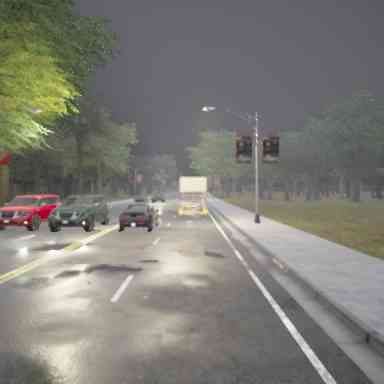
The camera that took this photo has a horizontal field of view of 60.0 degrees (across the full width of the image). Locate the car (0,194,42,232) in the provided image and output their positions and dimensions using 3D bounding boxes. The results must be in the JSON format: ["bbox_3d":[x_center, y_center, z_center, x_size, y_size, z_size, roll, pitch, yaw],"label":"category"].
[{"bbox_3d":[-9.797,1.182,20.346,2.150,2.045,5.566,0,0,0],"label":"car"}]

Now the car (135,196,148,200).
[{"bbox_3d":[-9.369,1.408,61.659,1.895,1.301,4.718,0,0,1],"label":"car"}]

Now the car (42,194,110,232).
[{"bbox_3d":[-6.548,1.183,19.951,2.150,2.045,5.566,0,0,0],"label":"car"}]

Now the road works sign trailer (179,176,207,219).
[{"bbox_3d":[0.091,0.404,28.583,2.380,3.560,2.880,0,0,0],"label":"road works sign trailer"}]

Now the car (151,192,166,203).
[{"bbox_3d":[-6.123,1.030,61.587,2.150,2.045,5.566,0,0,1],"label":"car"}]

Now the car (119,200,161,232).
[{"bbox_3d":[-3.098,1.467,20.034,1.837,1.490,4.892,0,0,0],"label":"car"}]
